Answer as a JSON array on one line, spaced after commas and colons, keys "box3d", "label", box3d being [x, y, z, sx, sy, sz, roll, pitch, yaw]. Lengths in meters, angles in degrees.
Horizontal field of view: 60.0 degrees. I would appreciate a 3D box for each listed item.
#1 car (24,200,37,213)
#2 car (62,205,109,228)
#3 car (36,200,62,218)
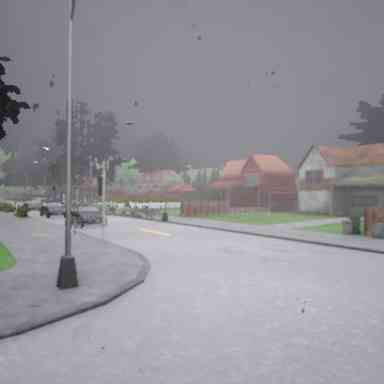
[{"box3d": [-19.267, 1.717, 40.597, 1.812, 1.442, 4.674, 1, -1, -35], "label": "car"}, {"box3d": [-7.553, 1.670, 23.834, 1.812, 1.442, 4.674, 1, -1, -35], "label": "car"}, {"box3d": [-13.370, 1.693, 32.136, 1.812, 1.442, 4.674, 1, -1, -35], "label": "car"}]
